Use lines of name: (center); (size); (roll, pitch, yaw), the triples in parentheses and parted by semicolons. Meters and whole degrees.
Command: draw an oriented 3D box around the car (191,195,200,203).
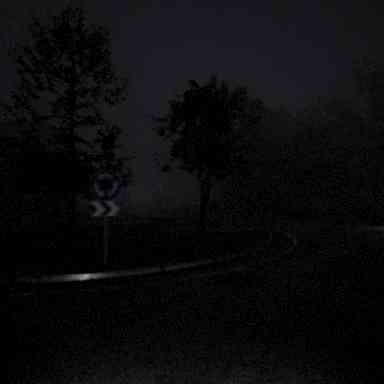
car: (1.759, 2.036, 81.887); (2.128, 1.511, 4.902); (0, -1, -8)

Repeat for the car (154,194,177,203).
car: (-6.567, 1.765, 86.099); (5.566, 2.045, 2.435); (0, -1, -8)

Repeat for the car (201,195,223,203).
car: (5.490, 1.879, 90.782); (5.566, 2.045, 2.435); (0, -1, -8)

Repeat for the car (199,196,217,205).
car: (3.375, 1.999, 69.874); (1.895, 1.301, 4.718); (0, -1, -8)

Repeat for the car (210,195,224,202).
car: (6.224, 1.944, 85.048); (4.553, 1.767, 2.185); (0, 0, -8)
